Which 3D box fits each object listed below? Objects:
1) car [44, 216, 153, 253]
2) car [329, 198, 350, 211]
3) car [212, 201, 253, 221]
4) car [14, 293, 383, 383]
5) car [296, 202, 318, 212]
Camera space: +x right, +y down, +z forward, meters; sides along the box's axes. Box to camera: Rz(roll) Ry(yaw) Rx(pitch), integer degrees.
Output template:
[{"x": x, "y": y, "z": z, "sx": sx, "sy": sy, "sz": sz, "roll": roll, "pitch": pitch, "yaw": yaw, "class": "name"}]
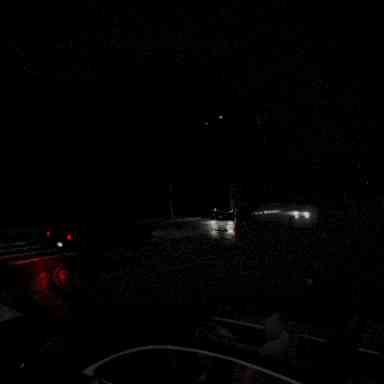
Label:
[{"x": -3.808, "y": 1.717, "z": 14.530, "sx": 1.895, "sy": 1.301, "sz": 4.718, "roll": 2, "pitch": 1, "yaw": 33, "class": "car"}, {"x": 23.442, "y": 1.940, "z": 52.727, "sx": 2.150, "sy": 2.045, "sz": 5.566, "roll": 2, "pitch": 0, "yaw": 36, "class": "car"}, {"x": 3.749, "y": 1.566, "z": 30.201, "sx": 2.097, "sy": 1.767, "sz": 4.553, "roll": 2, "pitch": 0, "yaw": 36, "class": "car"}, {"x": 0.335, "y": 1.548, "z": 2.552, "sx": 4.403, "sy": 1.369, "sz": 2.008, "roll": 0, "pitch": 1, "yaw": 36, "class": "car"}, {"x": 16.568, "y": 2.127, "z": 48.013, "sx": 1.895, "sy": 1.301, "sz": 4.718, "roll": 2, "pitch": 0, "yaw": 36, "class": "car"}]
